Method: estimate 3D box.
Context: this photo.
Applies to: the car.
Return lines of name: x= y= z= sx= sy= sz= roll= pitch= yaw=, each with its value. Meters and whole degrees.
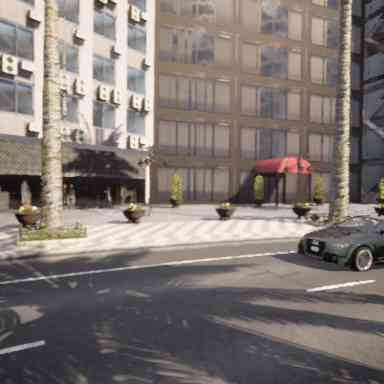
car: x=5.357 y=1.435 z=10.092 sx=4.181 sy=1.385 sz=1.994 roll=0 pitch=1 yaw=-20
